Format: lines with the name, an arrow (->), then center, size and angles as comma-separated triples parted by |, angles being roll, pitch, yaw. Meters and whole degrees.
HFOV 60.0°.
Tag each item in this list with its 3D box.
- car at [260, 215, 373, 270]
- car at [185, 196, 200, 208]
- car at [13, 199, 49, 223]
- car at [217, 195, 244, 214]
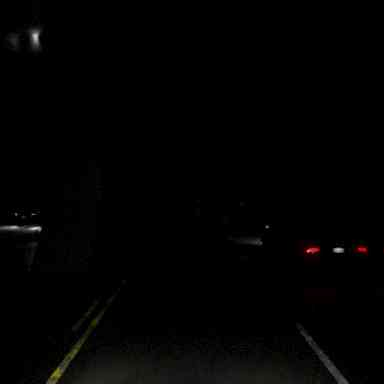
car -> 3.588, 1.457, 10.661 | 2.033, 1.411, 5.357 | 0, 0, 0
car -> 0.050, 1.181, 41.626 | 1.812, 1.442, 4.674 | 0, 1, 0
car -> -10.627, 1.314, 23.384 | 1.837, 1.490, 4.892 | 0, 0, 0
car -> 3.562, 1.093, 31.090 | 2.097, 1.767, 4.553 | 0, 0, 0
